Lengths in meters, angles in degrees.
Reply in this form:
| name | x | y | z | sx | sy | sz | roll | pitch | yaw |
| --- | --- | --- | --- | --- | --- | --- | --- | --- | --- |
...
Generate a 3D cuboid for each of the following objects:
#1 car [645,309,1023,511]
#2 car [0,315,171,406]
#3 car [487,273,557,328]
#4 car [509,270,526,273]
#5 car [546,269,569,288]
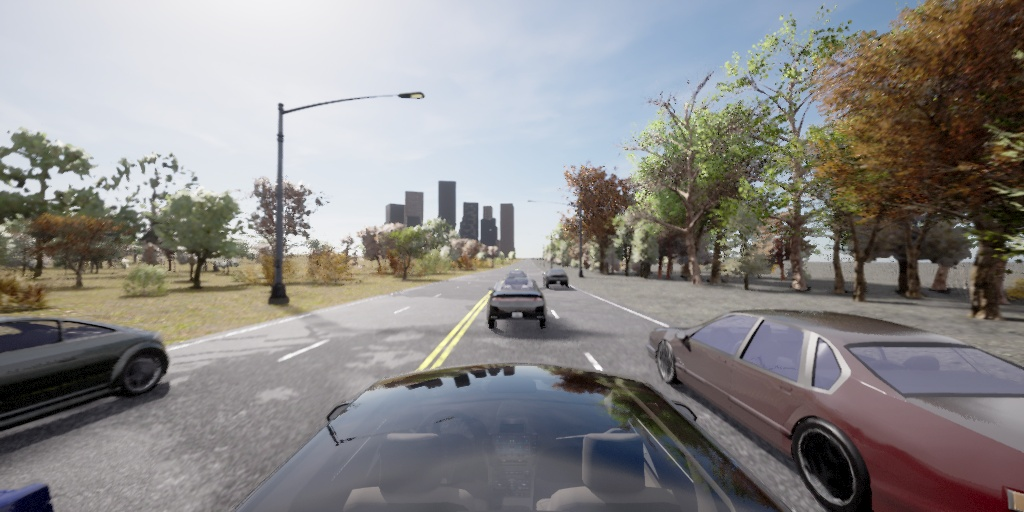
| name | x | y | z | sx | sy | sz | roll | pitch | yaw |
| --- | --- | --- | --- | --- | --- | --- | --- | --- | --- |
| car | 3.388 | 1.350 | 4.197 | 2.033 | 1.411 | 5.357 | 0 | -1 | 0 |
| car | -6.579 | 1.422 | 4.099 | 1.994 | 1.385 | 4.181 | 0 | -1 | 0 |
| car | 0.164 | 1.517 | 12.666 | 2.128 | 1.511 | 4.902 | 0 | -1 | 0 |
| car | 0.392 | 1.934 | 31.089 | 1.994 | 1.385 | 4.181 | -2 | -2 | 1 |
| car | 3.654 | 1.866 | 30.384 | 1.837 | 1.490 | 4.892 | 0 | -1 | 1 |
